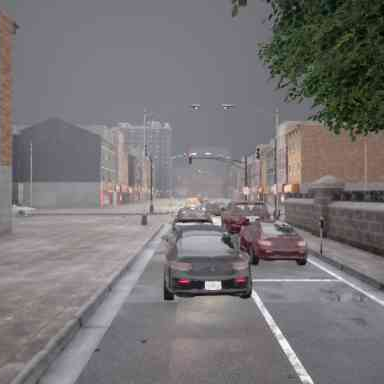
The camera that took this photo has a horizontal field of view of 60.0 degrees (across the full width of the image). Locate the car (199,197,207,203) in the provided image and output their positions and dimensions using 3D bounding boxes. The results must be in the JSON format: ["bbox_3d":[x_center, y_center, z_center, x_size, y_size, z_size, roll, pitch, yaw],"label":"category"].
[{"bbox_3d":[2.512,1.739,75.856,1.802,1.307,4.206,0,0,0],"label":"car"}]

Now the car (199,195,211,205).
[{"bbox_3d":[2.533,1.432,64.982,2.192,1.841,5.009,1,0,0],"label":"car"}]

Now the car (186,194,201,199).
[{"bbox_3d":[-0.001,1.449,58.732,2.097,1.767,4.553,0,0,0],"label":"car"}]

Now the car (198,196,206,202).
[{"bbox_3d":[2.493,1.753,86.731,2.008,1.369,4.403,0,0,0],"label":"car"}]

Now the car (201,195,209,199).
[{"bbox_3d":[2.541,1.644,59.544,1.887,1.381,4.507,1,0,0],"label":"car"}]

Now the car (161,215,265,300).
[{"bbox_3d":[0.220,1.528,8.314,1.812,1.442,4.674,0,0,-4],"label":"car"}]

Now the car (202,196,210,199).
[{"bbox_3d":[2.569,1.599,43.232,1.887,1.381,4.507,1,0,0],"label":"car"}]

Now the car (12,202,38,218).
[{"bbox_3d":[-15.659,1.510,28.326,4.674,1.442,1.812,0,-1,0],"label":"car"}]

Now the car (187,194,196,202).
[{"bbox_3d":[-0.146,1.415,83.745,2.150,2.045,5.566,0,0,0],"label":"car"}]

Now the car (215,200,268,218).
[{"bbox_3d":[2.619,1.324,16.802,2.192,1.841,5.009,1,0,0],"label":"car"}]

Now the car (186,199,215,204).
[{"bbox_3d":[2.169,1.574,28.409,5.357,1.411,2.033,0,0,0],"label":"car"}]

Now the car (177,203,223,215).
[{"bbox_3d":[0.050,1.500,15.687,2.128,1.511,4.902,0,0,0],"label":"car"}]

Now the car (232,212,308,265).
[{"bbox_3d":[2.625,1.586,11.353,1.802,1.307,4.206,1,0,0],"label":"car"}]
